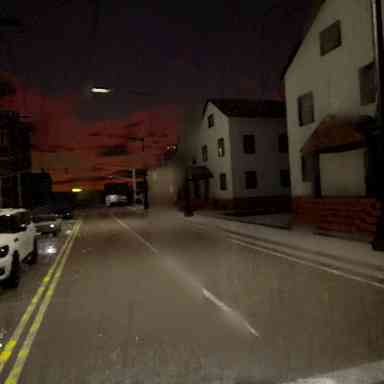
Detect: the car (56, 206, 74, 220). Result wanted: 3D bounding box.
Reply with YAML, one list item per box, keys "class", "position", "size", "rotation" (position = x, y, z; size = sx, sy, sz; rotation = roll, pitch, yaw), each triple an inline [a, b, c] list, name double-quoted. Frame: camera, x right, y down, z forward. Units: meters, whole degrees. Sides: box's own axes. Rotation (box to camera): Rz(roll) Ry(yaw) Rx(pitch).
- class: "car"
  position: [-14.055, 2.329, 36.377]
  size: [1.837, 1.490, 4.892]
  rotation: [-3, 0, -16]

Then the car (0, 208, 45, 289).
- class: "car"
  position: [-6.189, 1.584, 10.166]
  size: [2.150, 2.045, 5.566]
  rotation: [-3, 0, -17]

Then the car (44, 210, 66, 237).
- class: "car"
  position: [-9.642, 2.166, 21.652]
  size: [1.895, 1.301, 4.718]
  rotation: [-3, 0, -17]
